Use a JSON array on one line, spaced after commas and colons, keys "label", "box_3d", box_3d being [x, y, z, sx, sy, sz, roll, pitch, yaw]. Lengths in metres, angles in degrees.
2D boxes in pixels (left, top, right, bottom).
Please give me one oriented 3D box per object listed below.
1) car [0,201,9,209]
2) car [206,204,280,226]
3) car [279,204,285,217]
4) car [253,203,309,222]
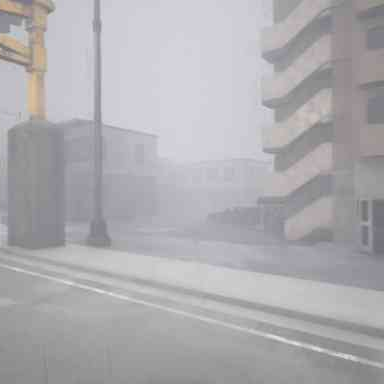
[{"label": "car", "box_3d": [-28.730, 2.046, 52.868, 1.895, 1.301, 4.718, -1, -2, 15]}, {"label": "car", "box_3d": [3.760, 1.858, 26.073, 5.357, 1.415, 2.033, 0, 0, 35]}, {"label": "car", "box_3d": [5.590, 1.868, 28.454, 3.988, 1.617, 1.851, 1, 0, 35]}, {"label": "car", "box_3d": [9.060, 2.017, 33.959, 5.027, 1.636, 2.152, -1, 0, 35]}]
